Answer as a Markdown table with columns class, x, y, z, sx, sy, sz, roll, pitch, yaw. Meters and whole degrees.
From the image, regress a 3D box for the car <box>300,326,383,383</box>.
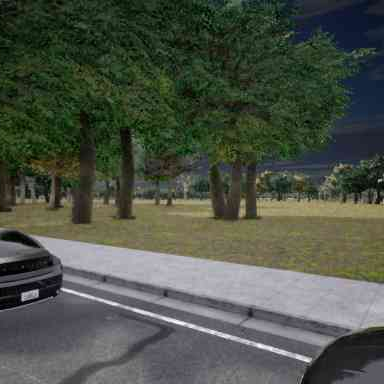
| class | x | y | z | sx | sy | sz | roll | pitch | yaw |
| --- | --- | --- | --- | --- | --- | --- | --- | --- | --- |
| car | 2.996 | 1.491 | 1.546 | 4.902 | 1.511 | 2.128 | 0 | 0 | 36 |

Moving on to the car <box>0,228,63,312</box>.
| class | x | y | z | sx | sy | sz | roll | pitch | yaw |
| --- | --- | --- | --- | --- | --- | --- | --- | --- | --- |
| car | -4.727 | 1.513 | 7.070 | 4.892 | 1.490 | 1.837 | 0 | 0 | 35 |
